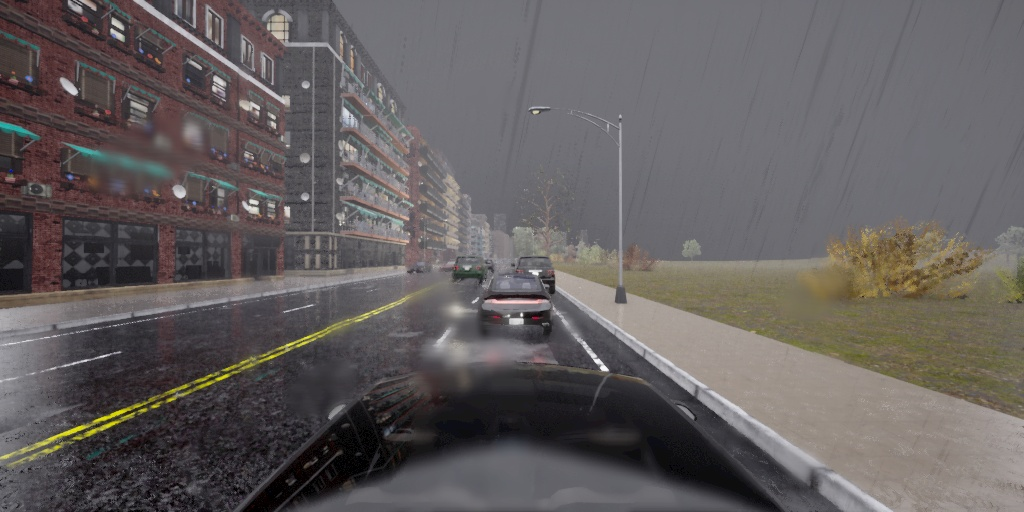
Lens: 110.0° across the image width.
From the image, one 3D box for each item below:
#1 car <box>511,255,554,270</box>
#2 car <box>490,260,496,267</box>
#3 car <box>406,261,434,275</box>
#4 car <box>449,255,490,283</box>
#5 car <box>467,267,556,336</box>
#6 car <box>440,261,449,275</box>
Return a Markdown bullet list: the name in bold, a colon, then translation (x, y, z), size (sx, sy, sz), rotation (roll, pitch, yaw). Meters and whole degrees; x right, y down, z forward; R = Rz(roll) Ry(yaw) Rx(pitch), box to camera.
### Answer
- **car**: translation (1.151, 0.977, 20.268), size (2.150, 2.045, 5.566), rotation (0, 0, 0)
- **car**: translation (-3.120, 1.249, 44.959), size (1.837, 1.490, 4.892), rotation (0, -2, 0)
- **car**: translation (-9.825, 1.298, 38.902), size (2.033, 1.411, 5.357), rotation (0, 0, 0)
- **car**: translation (-3.129, 0.973, 27.607), size (2.150, 2.045, 5.566), rotation (0, 0, 0)
- **car**: translation (0.107, 1.243, 10.399), size (2.128, 1.511, 4.902), rotation (0, 0, 0)
- **car**: translation (-6.575, 1.228, 39.485), size (1.882, 1.535, 5.008), rotation (0, 0, 0)
